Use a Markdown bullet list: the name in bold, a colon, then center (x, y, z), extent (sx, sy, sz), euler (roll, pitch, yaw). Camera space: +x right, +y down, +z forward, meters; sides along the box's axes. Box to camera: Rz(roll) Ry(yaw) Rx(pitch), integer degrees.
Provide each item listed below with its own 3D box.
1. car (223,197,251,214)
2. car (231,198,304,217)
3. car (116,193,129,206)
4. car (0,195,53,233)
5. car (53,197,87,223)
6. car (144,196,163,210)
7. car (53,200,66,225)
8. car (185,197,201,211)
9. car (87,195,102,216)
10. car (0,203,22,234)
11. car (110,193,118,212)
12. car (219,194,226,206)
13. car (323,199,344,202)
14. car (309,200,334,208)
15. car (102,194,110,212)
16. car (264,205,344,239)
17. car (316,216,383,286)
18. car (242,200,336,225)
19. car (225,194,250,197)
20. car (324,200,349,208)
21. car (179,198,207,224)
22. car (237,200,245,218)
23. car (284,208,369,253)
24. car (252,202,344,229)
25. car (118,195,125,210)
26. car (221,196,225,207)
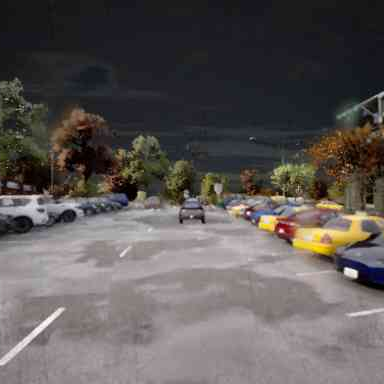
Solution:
- **car**: center (5.837, 1.474, 29.282), extent (5.366, 1.575, 1.946), euler (1, 0, -20)
- **car**: center (6.008, 1.482, 26.399), extent (4.892, 1.521, 2.231), euler (1, 0, -20)
- **car**: center (-10.963, 1.226, 42.614), extent (5.566, 2.045, 2.435), euler (-1, 0, -20)
- **car**: center (-10.975, 1.232, 18.444), extent (5.566, 2.045, 2.435), euler (-1, 0, -20)
- **car**: center (-10.919, 1.230, 24.511), extent (5.566, 2.045, 2.435), euler (-1, 0, -20)
- **car**: center (-5.014, 1.341, 43.777), extent (2.097, 1.767, 4.553), euler (0, 0, 0)
- **car**: center (-10.912, 1.511, 21.488), extent (4.792, 1.488, 2.163), euler (-1, 0, -20)
- **car**: center (0.108, 1.468, 40.822), extent (1.882, 1.535, 5.008), euler (0, 0, 0)
- **car**: center (-10.967, 1.355, 30.530), extent (4.553, 1.767, 2.185), euler (-1, 0, -20)
- **car**: center (-10.929, 1.484, 15.423), extent (4.892, 1.521, 2.231), euler (-1, 0, -20)
- **car**: center (-10.911, 1.352, 36.596), extent (4.553, 1.767, 2.185), euler (-1, 0, -20)
- **car**: center (6.036, 1.226, 41.204), extent (5.566, 2.045, 2.435), euler (1, 0, -20)
- **car**: center (22.475, 2.282, 53.945), extent (1.946, 1.575, 5.366), euler (2, 1, -21)
- **car**: center (28.107, 2.496, 72.314), extent (2.231, 1.521, 4.892), euler (2, -1, -21)
- **car**: center (-10.972, 1.354, 33.558), extent (4.553, 1.767, 2.185), euler (-1, 0, -20)
- **car**: center (6.003, 1.483, 14.554), extent (5.008, 1.535, 2.097), euler (1, 0, -20)
- **car**: center (5.978, 1.514, 8.624), extent (4.792, 1.488, 2.163), euler (1, 0, -20)
- **car**: center (6.002, 1.482, 20.483), extent (5.008, 1.535, 2.097), euler (1, 0, -20)
- **car**: center (6.040, 1.354, 32.319), extent (4.553, 1.767, 2.185), euler (1, 0, -20)
- **car**: center (31.427, 2.595, 72.534), extent (1.946, 1.575, 5.366), euler (2, -1, -21)
- **car**: center (0.066, 1.485, 25.001), extent (2.128, 1.511, 4.902), euler (0, 0, 2)
- **car**: center (6.029, 1.511, 23.449), extent (4.792, 1.488, 2.163), euler (1, 0, -20)
- **car**: center (6.172, 1.483, 11.670), extent (5.366, 1.575, 1.946), euler (1, 0, -20)
- **car**: center (6.174, 1.482, 17.587), extent (5.366, 1.575, 1.946), euler (1, 0, -20)
- **car**: center (-10.945, 1.479, 39.610), extent (4.892, 1.521, 2.231), euler (-1, 0, -20)
- **car**: center (6.014, 1.479, 35.270), extent (4.892, 1.521, 2.231), euler (1, 0, -20)
